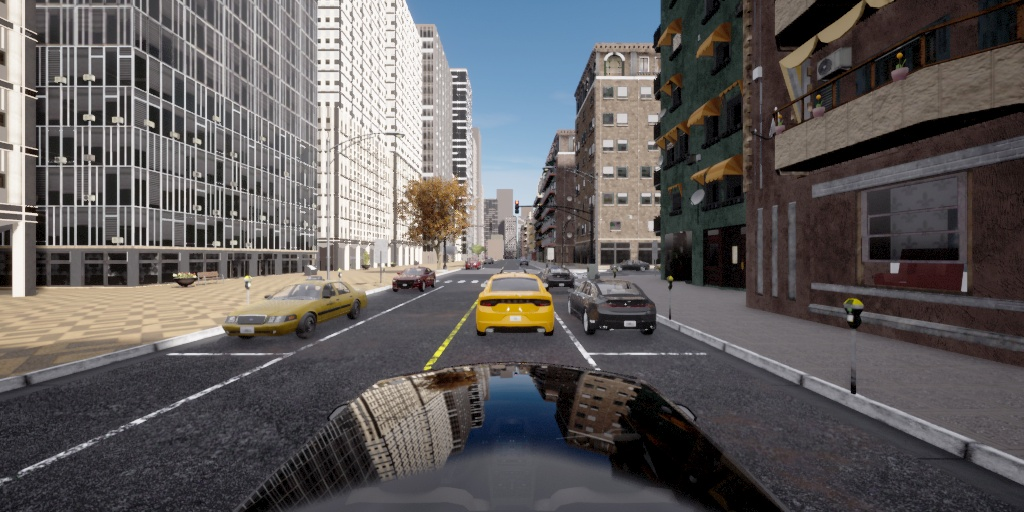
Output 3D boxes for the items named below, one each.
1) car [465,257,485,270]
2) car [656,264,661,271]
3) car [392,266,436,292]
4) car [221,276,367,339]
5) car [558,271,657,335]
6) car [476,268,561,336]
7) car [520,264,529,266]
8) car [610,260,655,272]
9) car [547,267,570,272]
[{"bbox_3d":[-5.784,1.099,53.755,2.192,1.841,5.009,0,0,0],"label":"car"},{"bbox_3d":[18.763,1.006,40.881,4.829,1.417,1.751,0,0,-1],"label":"car"},{"bbox_3d":[-5.726,1.300,21.367,1.888,1.381,4.507,0,0,0],"label":"car"},{"bbox_3d":[-5.706,1.276,10.132,1.751,1.417,4.829,0,0,0],"label":"car"},{"bbox_3d":[2.674,1.301,10.316,2.007,1.370,4.403,0,0,0],"label":"car"},{"bbox_3d":[0.073,1.228,10.410,1.882,1.535,5.008,0,0,0],"label":"car"},{"bbox_3d":[0.066,1.355,20.689,1.895,1.301,4.718,0,0,0],"label":"car"},{"bbox_3d":[13.366,1.109,40.817,4.403,1.370,2.007,0,0,-1],"label":"car"},{"bbox_3d":[2.654,1.305,21.382,2.007,1.370,4.403,0,0,0],"label":"car"}]
